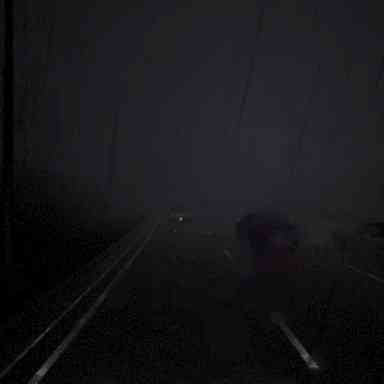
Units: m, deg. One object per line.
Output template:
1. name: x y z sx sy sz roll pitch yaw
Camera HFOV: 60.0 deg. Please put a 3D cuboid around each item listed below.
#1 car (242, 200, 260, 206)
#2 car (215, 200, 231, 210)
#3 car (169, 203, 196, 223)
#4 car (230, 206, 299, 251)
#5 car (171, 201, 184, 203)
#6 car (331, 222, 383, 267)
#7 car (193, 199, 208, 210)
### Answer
1. car: 8.466 1.945 47.909 1.837 1.490 4.892 0 0 -3
2. car: 4.771 1.946 51.435 1.882 1.535 5.008 0 0 -3
3. car: -0.997 1.857 28.315 1.895 1.301 4.718 0 -1 -3
4. car: 3.145 1.615 14.829 1.882 1.535 5.008 0 0 -2
5. car: -2.254 2.030 51.726 1.994 1.385 4.181 0 0 -3
6. car: 6.748 1.712 11.665 1.895 1.301 4.718 0 -1 -2
7. car: 1.266 1.818 51.450 2.097 1.767 4.553 0 -1 -3
